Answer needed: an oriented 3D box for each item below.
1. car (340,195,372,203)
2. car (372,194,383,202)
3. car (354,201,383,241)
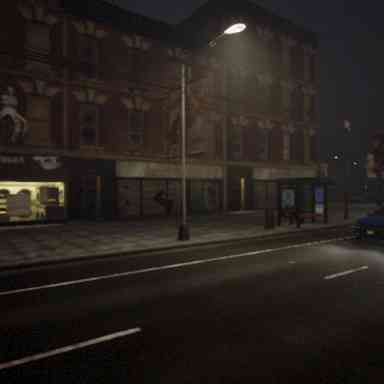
[{"bbox_3d":[27.214,1.173,55.984,1.895,1.301,4.718,0,0,-14],"label":"car"},{"bbox_3d":[31.113,1.052,54.570,1.812,1.442,4.674,0,0,-11],"label":"car"},{"bbox_3d":[9.224,1.343,14.890,5.008,1.535,1.882,-1,0,-36],"label":"car"}]
